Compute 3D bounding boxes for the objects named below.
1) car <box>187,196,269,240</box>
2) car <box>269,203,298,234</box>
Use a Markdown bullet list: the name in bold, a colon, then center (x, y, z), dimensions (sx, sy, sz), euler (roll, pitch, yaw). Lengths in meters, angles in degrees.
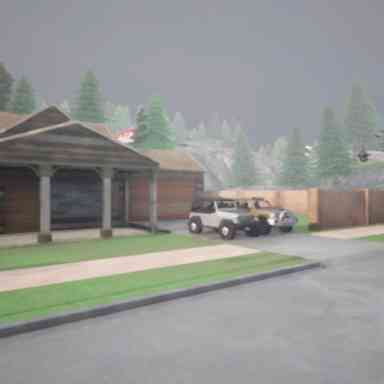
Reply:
- **car**: center (1.418, 1.161, 15.860), dimensions (1.905, 1.878, 3.866), euler (0, 0, -36)
- **car**: center (3.236, 1.156, 17.640), dimensions (1.932, 1.855, 4.605), euler (0, 0, -36)
